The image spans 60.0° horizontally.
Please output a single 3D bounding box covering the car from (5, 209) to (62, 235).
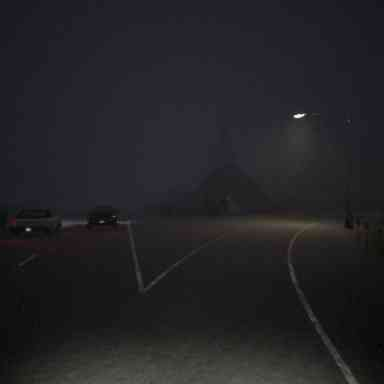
[{"bbox_3d":[-8.811,1.645,19.167,1.895,1.301,4.718,0,0,-12],"label":"car"}]

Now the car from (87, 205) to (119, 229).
[{"bbox_3d":[-5.875,1.609,22.204,1.812,1.442,4.674,0,0,-12],"label":"car"}]

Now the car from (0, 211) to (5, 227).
[{"bbox_3d":[-12.528,1.526,19.850,1.837,1.490,4.892,0,0,-12],"label":"car"}]
